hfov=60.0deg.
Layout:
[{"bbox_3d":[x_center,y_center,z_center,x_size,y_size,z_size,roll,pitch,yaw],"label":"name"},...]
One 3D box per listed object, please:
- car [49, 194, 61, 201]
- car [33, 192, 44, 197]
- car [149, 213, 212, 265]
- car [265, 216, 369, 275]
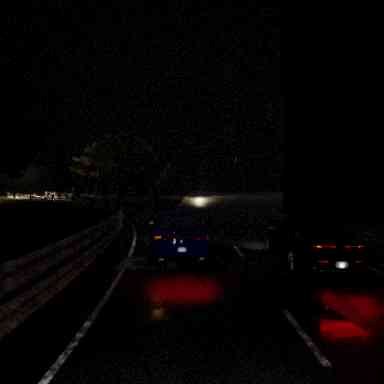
[{"bbox_3d":[-27.127,1.062,66.662,4.181,1.385,1.994,1,1,44],"label":"car"},{"bbox_3d":[-33.959,0.700,73.768,1.882,1.535,5.008,0,1,-39],"label":"car"},{"bbox_3d":[-0.506,1.473,11.835,1.882,1.535,5.008,0,0,-5],"label":"car"},{"bbox_3d":[3.608,1.500,10.413,1.837,1.490,4.892,0,0,0],"label":"car"}]
